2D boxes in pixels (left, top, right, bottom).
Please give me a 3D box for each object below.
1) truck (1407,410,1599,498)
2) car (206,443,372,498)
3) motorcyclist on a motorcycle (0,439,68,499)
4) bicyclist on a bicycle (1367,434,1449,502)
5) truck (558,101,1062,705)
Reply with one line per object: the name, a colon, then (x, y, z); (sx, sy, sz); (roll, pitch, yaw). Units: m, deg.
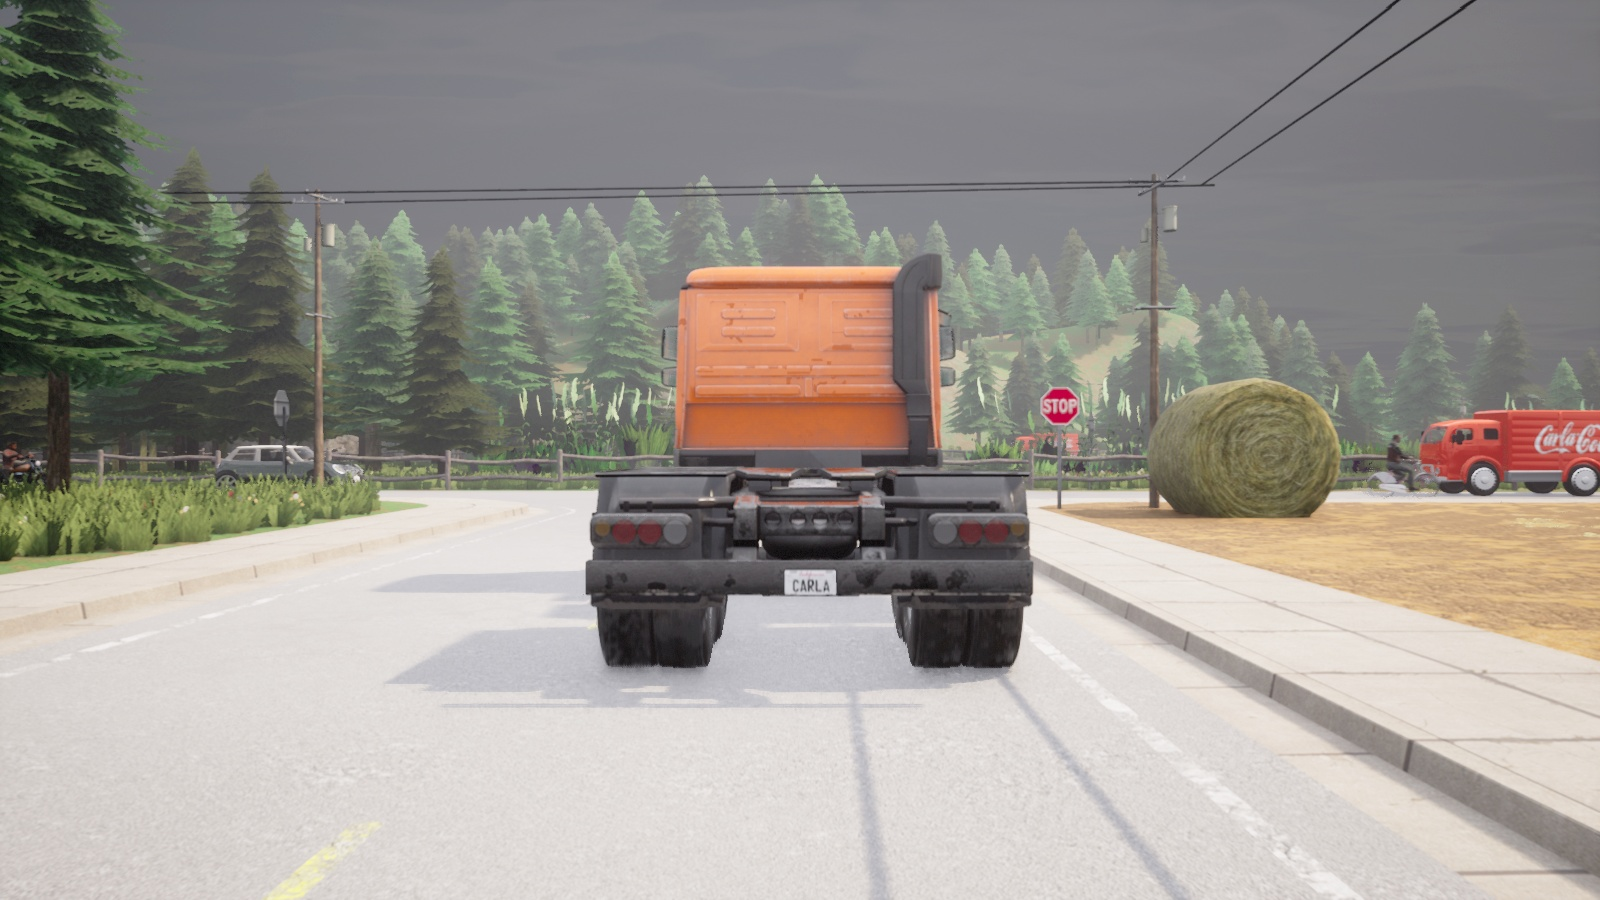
truck: (20.901, 0.114, 36.526); (5.204, 2.467, 2.627); (0, 0, 3)
car: (-14.158, 0.543, 34.922); (3.806, 1.475, 1.970); (0, 0, 3)
motorcyclist on a motorcycle: (-21.973, 0.520, 35.333); (2.350, 1.649, 0.766); (0, 0, 2)
bicyclist on a bicycle: (16.106, 0.478, 33.283); (1.843, 1.776, 0.659); (0, 0, 3)
truck: (0.079, -0.276, 11.173); (2.891, 3.462, 7.936); (0, 0, 0)
